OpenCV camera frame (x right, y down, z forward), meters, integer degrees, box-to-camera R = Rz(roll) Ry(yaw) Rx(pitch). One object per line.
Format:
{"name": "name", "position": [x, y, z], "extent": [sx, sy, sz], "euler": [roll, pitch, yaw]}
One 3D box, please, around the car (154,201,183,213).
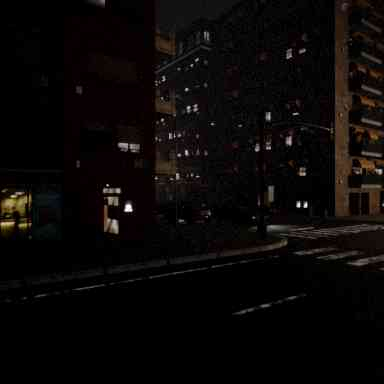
{"name": "car", "position": [-3.280, 2.025, 45.615], "extent": [2.008, 1.369, 4.403], "euler": [-1, 0, -36]}

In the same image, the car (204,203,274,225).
{"name": "car", "position": [3.580, 1.779, 26.346], "extent": [2.033, 1.411, 5.357], "euler": [0, -1, -34]}

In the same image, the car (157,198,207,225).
{"name": "car", "position": [-0.390, 1.586, 27.061], "extent": [2.192, 1.841, 5.009], "euler": [-1, 0, -36]}

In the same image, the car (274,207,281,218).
{"name": "car", "position": [6.605, 1.844, 32.151], "extent": [1.802, 1.307, 4.206], "euler": [-1, 0, -36]}

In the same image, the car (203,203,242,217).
{"name": "car", "position": [3.310, 1.899, 36.639], "extent": [1.947, 1.339, 4.313], "euler": [-1, 0, -36]}

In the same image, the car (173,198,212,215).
{"name": "car", "position": [0.010, 1.718, 41.128], "extent": [2.192, 1.841, 5.009], "euler": [-1, 0, -36]}
